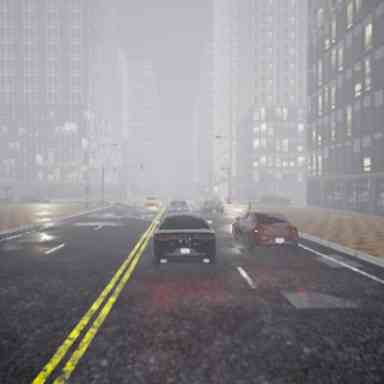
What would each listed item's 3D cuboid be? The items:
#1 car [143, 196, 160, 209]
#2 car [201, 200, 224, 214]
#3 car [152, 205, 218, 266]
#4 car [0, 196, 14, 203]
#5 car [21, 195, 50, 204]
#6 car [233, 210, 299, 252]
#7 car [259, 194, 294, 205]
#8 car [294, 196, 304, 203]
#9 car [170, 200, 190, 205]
[{"bbox_3d":[-5.199,1.286,42.702,1.882,1.535,5.008,0,0,-2],"label":"car"},{"bbox_3d":[1.944,1.446,32.724,1.895,1.301,4.718,0,0,-3],"label":"car"},{"bbox_3d":[-0.286,1.429,11.418,1.882,1.535,5.008,0,0,-2],"label":"car"},{"bbox_3d":[-30.894,1.208,53.486,4.206,1.307,1.802,0,1,-2],"label":"car"},{"bbox_3d":[-25.211,1.232,53.636,4.313,1.339,1.947,0,1,-2],"label":"car"},{"bbox_3d":[2.861,1.461,13.553,1.812,1.442,4.674,0,0,-3],"label":"car"},{"bbox_3d":[13.694,1.244,55.050,5.009,1.841,2.192,0,1,-2],"label":"car"},{"bbox_3d":[18.883,1.318,63.606,4.829,1.417,1.752,0,1,-2],"label":"car"},{"bbox_3d":[-1.146,1.415,29.427,2.033,1.411,5.357,0,0,-3],"label":"car"}]
